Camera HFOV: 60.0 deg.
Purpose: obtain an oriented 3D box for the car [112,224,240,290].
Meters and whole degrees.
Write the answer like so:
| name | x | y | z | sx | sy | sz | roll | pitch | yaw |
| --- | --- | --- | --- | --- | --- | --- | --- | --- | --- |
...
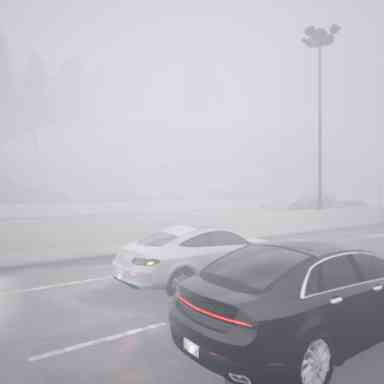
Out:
| name | x | y | z | sx | sy | sz | roll | pitch | yaw |
| --- | --- | --- | --- | --- | --- | --- | --- | --- | --- |
| car | 0.361 | 1.526 | 8.319 | 4.674 | 1.442 | 1.812 | 0 | 0 | -35 |

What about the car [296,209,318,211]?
| name | x | y | z | sx | sy | sz | roll | pitch | yaw |
| --- | --- | --- | --- | --- | --- | --- | --- | --- | --- |
| car | 12.395 | 1.212 | 34.363 | 5.566 | 2.045 | 2.150 | 0 | 0 | -36 |

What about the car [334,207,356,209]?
| name | x | y | z | sx | sy | sz | roll | pitch | yaw |
| --- | --- | --- | --- | --- | --- | --- | --- | --- | --- |
| car | 15.010 | 1.497 | 31.927 | 4.892 | 1.490 | 1.837 | 0 | 0 | -35 |

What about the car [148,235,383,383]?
| name | x | y | z | sx | sy | sz | roll | pitch | yaw |
| --- | --- | --- | --- | --- | --- | --- | --- | --- | --- |
| car | 1.965 | 1.504 | 5.165 | 4.892 | 1.490 | 1.837 | 0 | 0 | -35 |
